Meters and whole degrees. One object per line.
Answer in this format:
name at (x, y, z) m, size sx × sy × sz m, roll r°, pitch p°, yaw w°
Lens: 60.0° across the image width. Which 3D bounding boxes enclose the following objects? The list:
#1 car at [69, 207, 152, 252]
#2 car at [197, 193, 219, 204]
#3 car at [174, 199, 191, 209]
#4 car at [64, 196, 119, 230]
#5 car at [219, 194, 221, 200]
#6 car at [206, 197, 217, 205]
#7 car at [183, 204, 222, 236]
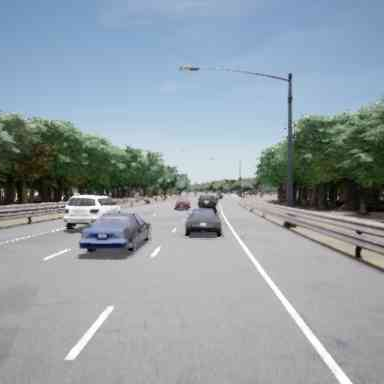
car at (-2.987, 1.573, 13.972) m, size 2.033 × 1.411 × 5.357 m, roll 0°, pitch 0°, yaw 2°
car at (1.809, 1.331, 39.620) m, size 2.150 × 2.045 × 5.566 m, roll 0°, pitch 0°, yaw 4°
car at (-1.191, 1.624, 45.665) m, size 1.812 × 1.442 × 4.674 m, roll 0°, pitch 0°, yaw 4°
car at (-6.173, 1.247, 21.238) m, size 2.150 × 2.045 × 5.566 m, roll 0°, pitch 0°, yaw 3°
car at (5.214, 1.657, 79.106) m, size 1.837 × 1.490 × 4.892 m, roll 0°, pitch 0°, yaw 6°
car at (3.837, 1.713, 65.263) m, size 1.994 × 1.385 × 4.181 m, roll 0°, pitch 0°, yaw 5°
car at (0.666, 1.627, 19.084) m, size 1.994 × 1.385 × 4.181 m, roll 0°, pitch 0°, yaw 3°
